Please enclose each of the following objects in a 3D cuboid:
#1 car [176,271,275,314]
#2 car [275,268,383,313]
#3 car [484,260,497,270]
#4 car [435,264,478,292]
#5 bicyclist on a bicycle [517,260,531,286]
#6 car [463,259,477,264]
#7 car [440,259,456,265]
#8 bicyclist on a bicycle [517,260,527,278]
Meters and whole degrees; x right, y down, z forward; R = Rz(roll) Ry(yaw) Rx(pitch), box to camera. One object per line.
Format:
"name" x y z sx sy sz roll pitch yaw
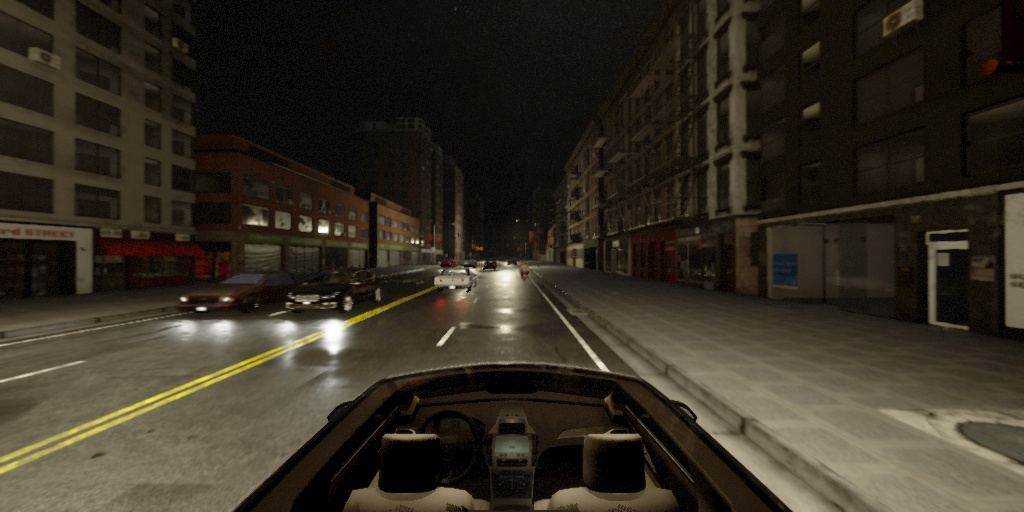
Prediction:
"car" -9.848 1.293 14.030 2.033 1.411 5.357 0 0 0
"car" -6.598 1.250 13.940 1.837 1.490 4.892 0 0 0
"car" -3.139 1.259 52.857 2.033 1.411 5.357 0 0 0
"car" -3.146 1.342 21.090 1.895 1.301 4.718 0 0 0
"bicyclist on a bicycle" 0.870 1.176 24.117 0.866 1.612 1.509 0 0 0
"car" -6.535 1.253 56.642 2.033 1.411 5.357 0 0 1
"car" -9.800 1.186 55.083 1.882 1.535 5.008 0 0 0
"bicyclist on a bicycle" 0.915 1.170 32.398 0.866 1.612 1.509 0 0 0
